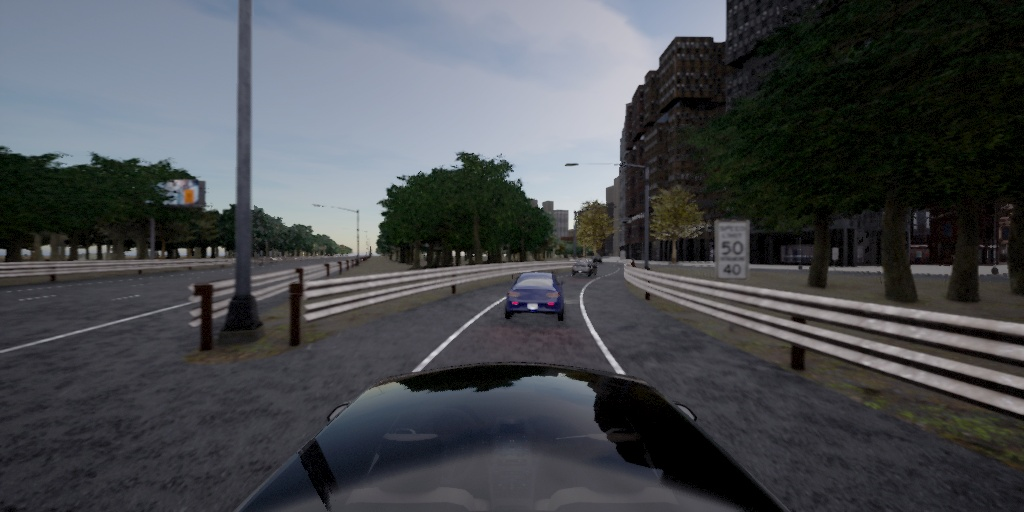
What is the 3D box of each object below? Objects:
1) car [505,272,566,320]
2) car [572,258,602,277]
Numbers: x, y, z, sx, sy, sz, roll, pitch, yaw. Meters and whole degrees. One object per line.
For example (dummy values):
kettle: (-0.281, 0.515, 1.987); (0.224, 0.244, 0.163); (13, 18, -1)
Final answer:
car: (0.891, 1.274, 12.551); (1.812, 1.442, 4.674); (0, 0, 7)
car: (7.124, 1.229, 34.868); (2.128, 1.511, 4.902); (0, 0, 22)
